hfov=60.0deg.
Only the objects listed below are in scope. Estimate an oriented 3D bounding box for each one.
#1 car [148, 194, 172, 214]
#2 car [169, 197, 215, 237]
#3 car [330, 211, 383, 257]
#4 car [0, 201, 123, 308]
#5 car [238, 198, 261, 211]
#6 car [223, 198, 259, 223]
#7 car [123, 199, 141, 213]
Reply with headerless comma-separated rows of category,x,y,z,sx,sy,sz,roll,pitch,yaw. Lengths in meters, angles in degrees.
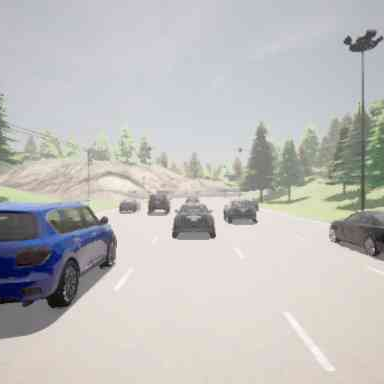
car,-3.410,1.223,35.539,2.150,2.045,5.566,0,0,0
car,0.094,1.351,18.118,2.097,1.767,4.553,0,0,0
car,7.097,1.474,12.954,1.882,1.535,5.008,0,0,0
car,-3.430,1.225,8.039,2.150,2.045,5.566,0,0,0
car,7.087,1.487,41.527,2.128,1.511,4.902,0,0,0
car,3.591,1.349,25.593,2.097,1.767,4.553,0,0,0
car,-6.911,1.493,37.474,2.128,1.511,4.902,0,0,0
